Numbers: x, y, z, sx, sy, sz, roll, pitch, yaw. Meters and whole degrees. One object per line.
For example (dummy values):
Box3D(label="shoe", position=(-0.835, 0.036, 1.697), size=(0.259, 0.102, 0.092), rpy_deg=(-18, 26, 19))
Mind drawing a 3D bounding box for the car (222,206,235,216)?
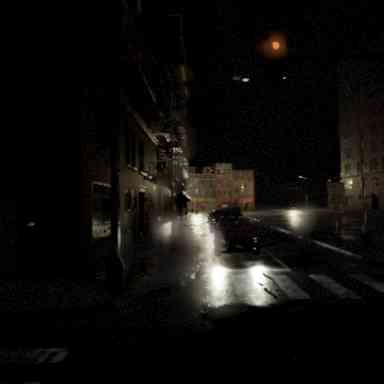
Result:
Box3D(label="car", position=(6.175, 3.198, 56.492), size=(1.882, 1.535, 5.008), rpy_deg=(-1, -2, 2))

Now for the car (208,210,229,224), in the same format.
Box3D(label="car", position=(2.805, 2.671, 36.055), size=(1.994, 1.385, 4.181), rpy_deg=(-1, -2, 2))

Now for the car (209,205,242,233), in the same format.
Box3D(label="car", position=(2.397, 2.123, 25.465), size=(2.097, 1.767, 4.553), rpy_deg=(-1, -2, 2))

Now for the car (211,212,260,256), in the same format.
Box3D(label="car", position=(1.981, 1.938, 15.525), size=(1.882, 1.535, 5.008), rpy_deg=(-1, -2, 3))

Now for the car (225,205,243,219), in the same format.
Box3D(label="car", position=(5.845, 2.744, 46.455), size=(2.097, 1.767, 4.553), rpy_deg=(-1, -2, 3))
